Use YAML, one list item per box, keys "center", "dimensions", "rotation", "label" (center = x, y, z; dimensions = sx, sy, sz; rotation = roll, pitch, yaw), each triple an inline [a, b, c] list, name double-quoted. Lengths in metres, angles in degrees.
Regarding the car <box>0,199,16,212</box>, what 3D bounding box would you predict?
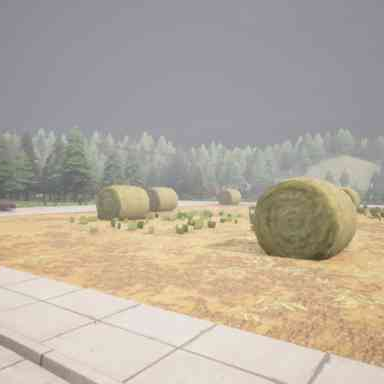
- center: [-21.904, 1.537, 36.587]
  dimensions: [1.812, 1.442, 4.674]
  rotation: [0, 0, 37]
  label: "car"
